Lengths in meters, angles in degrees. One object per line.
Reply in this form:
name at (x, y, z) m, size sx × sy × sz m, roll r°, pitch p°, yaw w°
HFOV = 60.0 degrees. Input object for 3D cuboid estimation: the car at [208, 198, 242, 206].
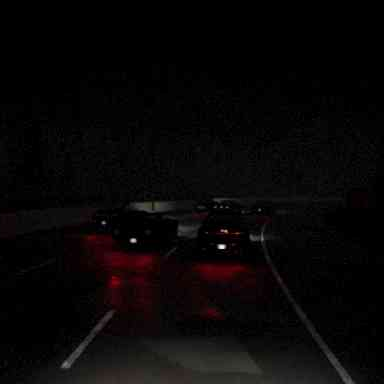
car at (3.826, 1.547, 34.749) m, size 2.033 × 1.411 × 5.357 m, roll 0°, pitch 0°, yaw 23°

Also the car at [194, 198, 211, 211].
car at (1.839, 1.486, 38.707) m, size 2.128 × 1.511 × 4.902 m, roll 0°, pitch 0°, yaw 24°

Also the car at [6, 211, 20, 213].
car at (-14.654, 1.565, 23.553) m, size 1.895 × 1.301 × 4.718 m, roll 0°, pitch 0°, yaw 13°

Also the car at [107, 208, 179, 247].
car at (-1.913, 1.593, 15.161) m, size 1.895 × 1.301 × 4.718 m, roll 0°, pitch 0°, yaw 10°

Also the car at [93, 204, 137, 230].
car at (-4.305, 1.478, 20.572) m, size 2.128 × 1.511 × 4.902 m, roll 0°, pitch 0°, yaw 13°

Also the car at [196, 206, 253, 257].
car at (1.316, 1.504, 13.080) m, size 1.837 × 1.490 × 4.892 m, roll 0°, pitch 0°, yaw 8°

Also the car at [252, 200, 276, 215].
car at (7.350, 1.533, 33.994) m, size 1.812 × 1.442 × 4.674 m, roll 0°, pitch 0°, yaw 22°
